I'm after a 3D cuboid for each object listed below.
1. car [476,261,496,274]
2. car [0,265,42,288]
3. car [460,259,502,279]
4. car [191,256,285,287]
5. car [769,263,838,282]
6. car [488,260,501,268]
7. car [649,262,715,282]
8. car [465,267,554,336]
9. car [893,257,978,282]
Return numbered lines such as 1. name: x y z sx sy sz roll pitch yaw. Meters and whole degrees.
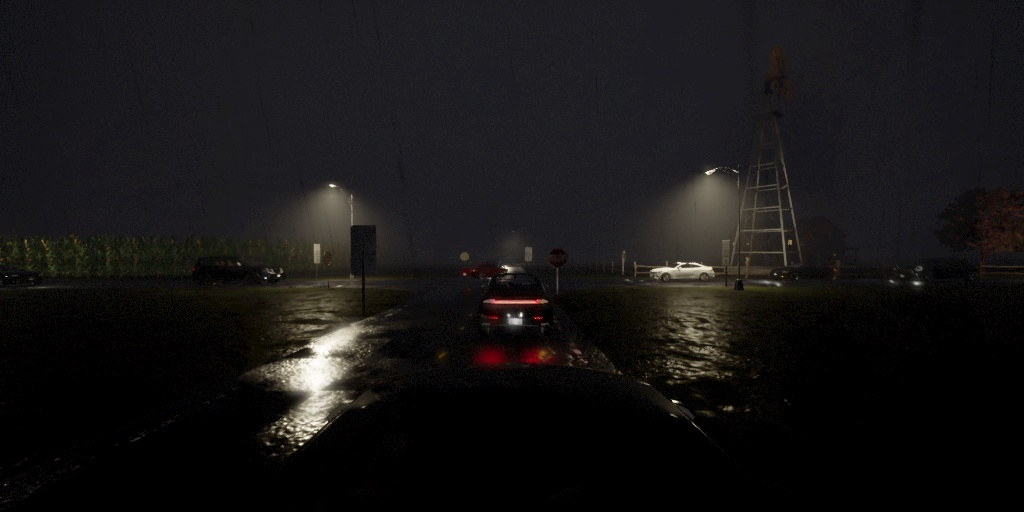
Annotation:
1. car: -2.927 1.287 41.529 1.994 1.385 4.181 0 0 1
2. car: -36.120 1.362 25.055 5.008 1.535 1.882 0 1 0
3. car: -2.274 1.260 30.050 1.812 1.442 4.674 1 1 40
4. car: -19.090 1.043 25.089 5.566 2.045 2.150 0 1 0
5. car: 22.141 1.201 27.340 4.181 1.385 1.994 0 1 2
6. car: -2.936 1.297 61.730 1.895 1.301 4.718 0 0 0
7. car: 13.015 1.194 27.563 4.674 1.442 1.812 0 1 0
8. car: 0.094 1.239 10.367 2.128 1.511 4.902 0 0 0
9. car: 31.772 0.955 27.016 4.553 1.767 2.097 0 1 2
